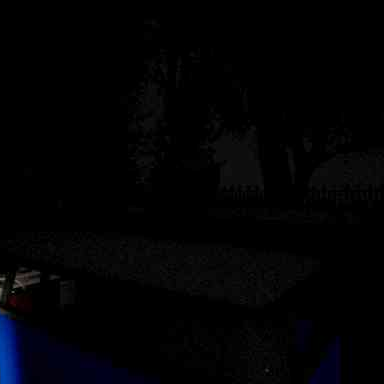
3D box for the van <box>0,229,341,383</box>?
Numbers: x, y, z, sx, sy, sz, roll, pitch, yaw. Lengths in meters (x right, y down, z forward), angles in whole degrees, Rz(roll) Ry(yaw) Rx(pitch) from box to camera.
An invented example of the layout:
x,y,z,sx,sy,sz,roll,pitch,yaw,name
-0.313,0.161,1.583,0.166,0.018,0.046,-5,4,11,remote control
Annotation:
x,y,z,sx,sy,sz,roll,pitch,yaw,name
-0.690,1.341,3.203,3.998,1.788,1.690,0,0,35,van
